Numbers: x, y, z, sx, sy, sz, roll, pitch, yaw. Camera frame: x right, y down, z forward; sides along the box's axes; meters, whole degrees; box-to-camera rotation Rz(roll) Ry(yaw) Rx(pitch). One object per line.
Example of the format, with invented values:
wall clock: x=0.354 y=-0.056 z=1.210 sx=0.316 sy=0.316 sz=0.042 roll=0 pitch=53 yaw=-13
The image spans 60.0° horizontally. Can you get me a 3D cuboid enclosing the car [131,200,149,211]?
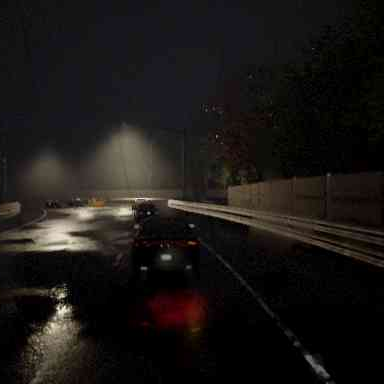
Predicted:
car: x=-6.919 y=1.785 z=44.724 sx=1.994 sy=1.385 sz=4.181 roll=0 pitch=0 yaw=-5

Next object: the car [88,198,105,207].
car: x=-16.185 y=1.781 z=56.283 sx=1.882 sy=1.535 sz=5.008 roll=0 pitch=0 yaw=-30

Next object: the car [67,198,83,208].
car: x=-19.337 y=1.799 z=54.730 sx=2.128 sy=1.511 sz=4.902 roll=0 pitch=0 yaw=-31

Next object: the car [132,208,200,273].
car: x=-0.906 y=1.530 z=11.016 sx=1.882 sy=1.535 sz=5.008 roll=0 pitch=0 yaw=-6

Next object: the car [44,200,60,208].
car: x=-22.279 y=1.911 z=52.919 sx=1.895 sy=1.301 sz=4.718 roll=0 pitch=0 yaw=-30

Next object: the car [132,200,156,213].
car: x=-3.835 y=1.683 z=27.803 sx=2.033 sy=1.411 sz=5.357 roll=0 pitch=0 yaw=-12
